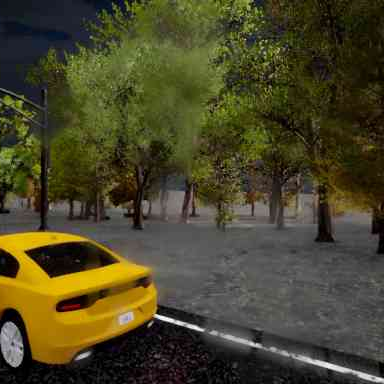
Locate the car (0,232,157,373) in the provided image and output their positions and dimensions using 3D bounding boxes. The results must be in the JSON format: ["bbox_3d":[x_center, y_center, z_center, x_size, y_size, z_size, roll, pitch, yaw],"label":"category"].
[{"bbox_3d":[-2.863,1.444,5.726,5.008,1.535,1.882,1,0,35],"label":"car"}]
